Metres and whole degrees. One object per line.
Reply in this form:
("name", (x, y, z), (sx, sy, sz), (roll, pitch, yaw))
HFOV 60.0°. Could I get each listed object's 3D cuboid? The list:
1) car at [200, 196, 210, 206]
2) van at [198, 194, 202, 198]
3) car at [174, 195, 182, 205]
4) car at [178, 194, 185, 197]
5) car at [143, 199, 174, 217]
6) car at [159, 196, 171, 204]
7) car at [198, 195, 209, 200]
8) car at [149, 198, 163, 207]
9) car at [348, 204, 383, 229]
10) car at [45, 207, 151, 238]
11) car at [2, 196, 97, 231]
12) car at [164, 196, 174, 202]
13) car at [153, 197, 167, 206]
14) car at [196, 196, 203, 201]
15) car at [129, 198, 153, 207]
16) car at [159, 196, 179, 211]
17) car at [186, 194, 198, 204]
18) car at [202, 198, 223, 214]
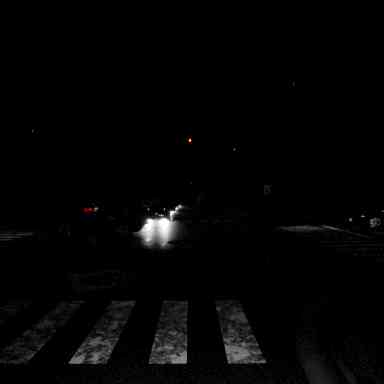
("car", (2.387, 1.641, 47.187), (1.802, 1.307, 4.206), (0, 0, 0))
("van", (2.409, 1.424, 58.208), (1.690, 1.788, 3.998), (0, 0, 0))
("car", (-3.086, 1.633, 52.001), (1.994, 1.385, 4.181), (0, 0, 0))
("car", (-3.023, 1.584, 62.082), (2.128, 1.511, 4.902), (0, 0, 1))
("car", (-3.150, 1.634, 32.061), (1.895, 1.301, 4.718), (0, 0, 1))
("car", (-5.594, 1.552, 69.246), (1.967, 1.590, 4.097), (0, 0, 0))
("car", (2.398, 1.636, 52.697), (1.947, 1.339, 4.313), (0, 0, 0))
("car", (-5.627, 1.652, 52.713), (1.802, 1.307, 4.206), (0, 0, 0))
("car", (12.327, 1.447, 20.668), (4.902, 1.511, 2.128), (0, 0, 0))
("car", (-4.769, 1.615, 17.368), (4.718, 1.301, 1.895), (0, 0, 0))
("car", (-8.629, 1.253, 20.606), (5.566, 2.045, 2.150), (-1, 0, 0))
("car", (-5.571, 1.694, 80.267), (2.008, 1.369, 4.403), (0, 0, 0))
("car", (-5.616, 1.634, 58.224), (2.008, 1.369, 4.403), (0, 0, 0))
("car", (2.064, 1.698, 90.133), (1.812, 1.442, 4.674), (0, 0, 0))
("car", (-5.661, 1.480, 36.181), (1.967, 1.590, 4.097), (0, 0, 0))
("car", (-3.107, 1.614, 42.017), (1.994, 1.385, 4.181), (0, 0, 1))
("car", (-0.117, 1.661, 63.913), (1.994, 1.385, 4.181), (0, 0, 0))
("car", (2.364, 1.606, 36.164), (1.947, 1.339, 4.313), (0, 0, 0))
